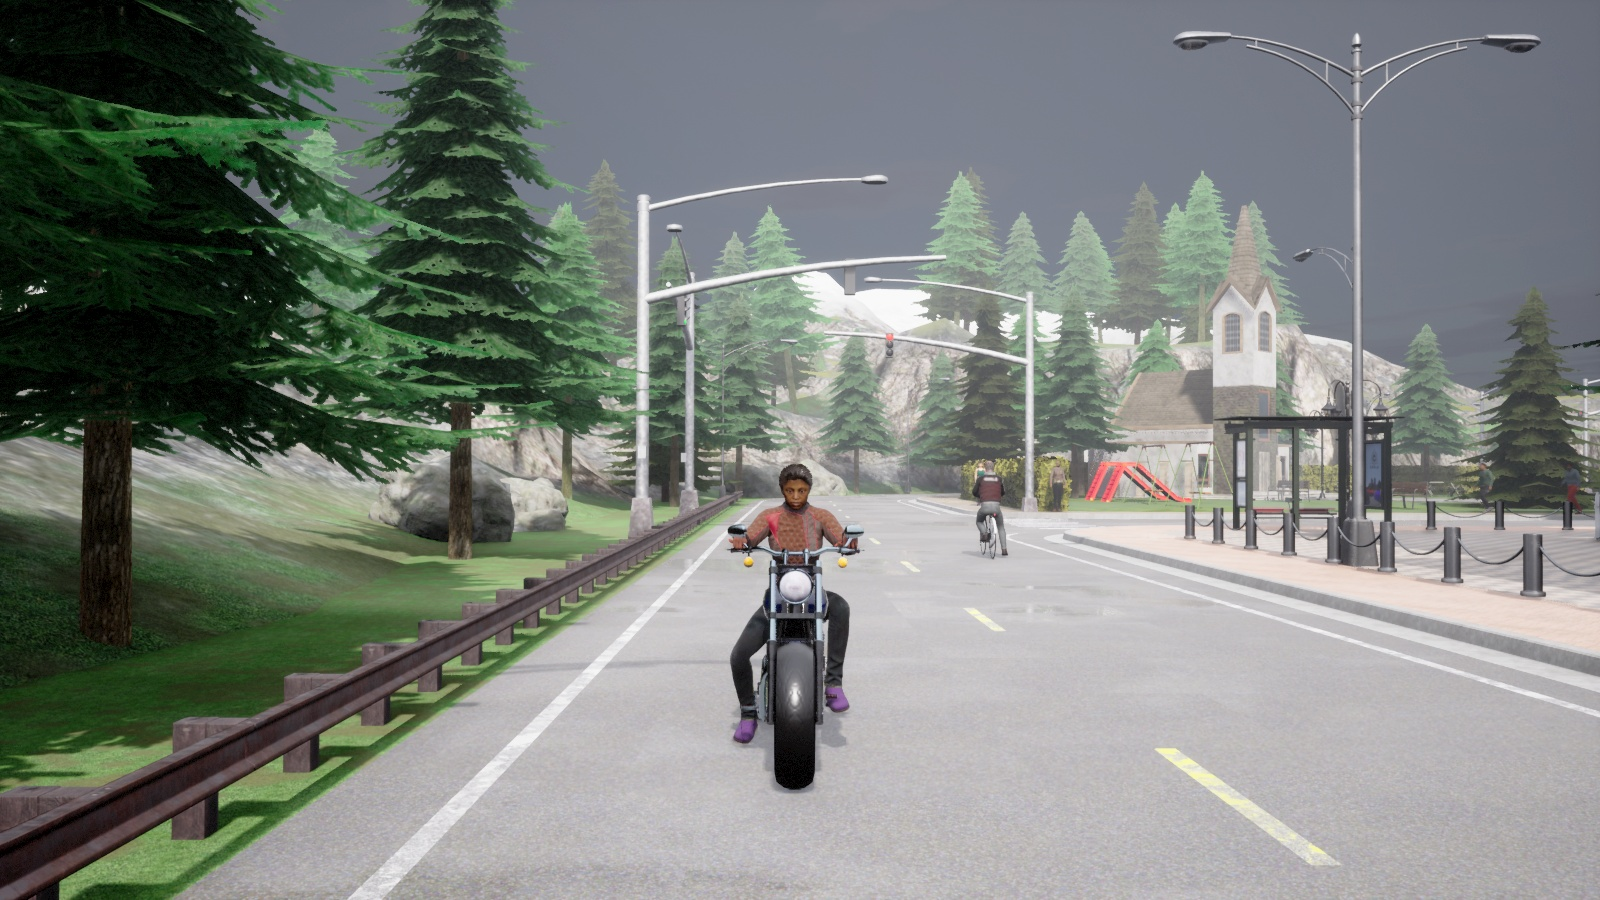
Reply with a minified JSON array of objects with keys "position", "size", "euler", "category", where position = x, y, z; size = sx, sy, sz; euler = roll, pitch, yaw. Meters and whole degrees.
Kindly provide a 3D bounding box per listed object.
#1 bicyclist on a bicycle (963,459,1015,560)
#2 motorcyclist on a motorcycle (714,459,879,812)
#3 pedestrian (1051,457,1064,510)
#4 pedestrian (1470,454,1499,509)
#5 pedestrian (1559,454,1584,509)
[{"position":[3.438,1.056,22.945],"size":[0.659,1.776,1.843],"euler":[0,-1,0],"category":"bicyclist on a bicycle"},{"position":[-0.019,0.883,7.064],"size":[0.766,1.649,2.350],"euler":[0,-1,0],"category":"motorcyclist on a motorcycle"},{"position":[8.943,1.155,43.646],"size":[0.331,1.846,0.634],"euler":[0,-1,1],"category":"pedestrian"},{"position":[24.223,1.107,44.423],"size":[0.788,1.949,0.423],"euler":[0,-1,-9],"category":"pedestrian"},{"position":[26.308,1.072,42.825],"size":[0.614,1.847,0.353],"euler":[0,-1,-4],"category":"pedestrian"}]
